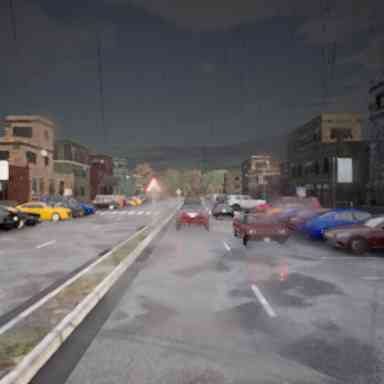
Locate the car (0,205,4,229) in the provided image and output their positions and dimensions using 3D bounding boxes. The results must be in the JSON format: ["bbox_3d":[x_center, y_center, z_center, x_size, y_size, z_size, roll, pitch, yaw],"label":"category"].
[{"bbox_3d":[-12.843,1.559,16.754,5.366,1.575,1.946,0,0,0],"label":"car"}]

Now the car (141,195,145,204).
[{"bbox_3d":[-12.649,1.802,66.777,5.008,1.535,2.097,0,0,0],"label":"car"}]

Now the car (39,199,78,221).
[{"bbox_3d":[-12.644,1.622,27.863,5.008,1.535,2.097,0,0,0],"label":"car"}]

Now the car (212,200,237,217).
[{"bbox_3d":[3.057,1.764,33.613,1.994,1.385,4.181,0,0,0],"label":"car"}]

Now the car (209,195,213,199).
[{"bbox_3d":[7.575,1.637,79.255,5.566,2.045,2.435,0,0,0],"label":"car"}]

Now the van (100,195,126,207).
[{"bbox_3d":[-12.764,1.505,50.100,4.442,1.987,1.878,0,0,0],"label":"van"}]

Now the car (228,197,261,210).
[{"bbox_3d":[7.613,1.635,48.797,4.553,1.767,2.185,0,0,0],"label":"car"}]

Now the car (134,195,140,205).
[{"bbox_3d":[-12.465,1.764,58.438,5.366,1.575,1.946,0,0,0],"label":"car"}]

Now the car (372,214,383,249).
[{"bbox_3d":[7.603,1.264,7.557,5.566,2.045,2.435,0,0,0],"label":"car"}]

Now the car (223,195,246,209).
[{"bbox_3d":[7.614,1.498,46.163,5.566,2.045,2.435,0,0,0],"label":"car"}]

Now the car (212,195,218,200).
[{"bbox_3d":[7.374,1.831,68.224,5.366,1.575,1.946,0,0,0],"label":"car"}]

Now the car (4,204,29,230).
[{"bbox_3d":[-12.679,1.606,19.532,4.792,1.488,2.163,0,0,0],"label":"car"}]

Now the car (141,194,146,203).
[{"bbox_3d":[-12.661,1.816,69.554,4.892,1.521,2.231,0,0,0],"label":"car"}]

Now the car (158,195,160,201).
[{"bbox_3d":[-12.636,1.727,94.564,5.566,2.045,2.435,0,0,0],"label":"car"}]

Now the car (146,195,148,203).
[{"bbox_3d":[-12.625,1.702,72.332,4.553,1.767,2.185,0,0,0],"label":"car"}]

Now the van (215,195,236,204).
[{"bbox_3d":[7.666,1.648,76.497,4.442,1.987,1.878,0,0,0],"label":"van"}]

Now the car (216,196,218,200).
[{"bbox_3d":[7.560,1.863,65.466,4.674,1.452,2.002,0,0,0],"label":"car"}]

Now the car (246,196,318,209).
[{"bbox_3d":[7.580,1.390,26.859,5.566,2.045,2.435,0,0,0],"label":"car"}]

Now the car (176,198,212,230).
[{"bbox_3d":[0.069,1.484,22.355,2.097,1.767,4.553,0,0,1],"label":"car"}]

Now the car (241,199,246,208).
[{"bbox_3d":[7.573,1.706,32.373,4.792,1.488,2.163,0,0,0],"label":"car"}]

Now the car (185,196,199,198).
[{"bbox_3d":[0.047,1.464,40.309,2.150,2.045,5.566,0,0,0],"label":"car"}]

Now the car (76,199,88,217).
[{"bbox_3d":[-12.633,1.638,30.642,4.892,1.521,2.231,0,0,0],"label":"car"}]

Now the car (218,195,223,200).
[{"bbox_3d":[7.604,1.531,54.437,5.566,2.045,2.435,0,0,0],"label":"car"}]

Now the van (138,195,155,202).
[{"bbox_3d":[-12.547,1.731,91.787,4.442,1.987,1.878,0,0,0],"label":"van"}]

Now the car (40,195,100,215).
[{"bbox_3d":[-12.612,1.400,33.423,5.566,2.045,2.435,0,0,0],"label":"car"}]

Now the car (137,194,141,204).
[{"bbox_3d":[-12.684,1.664,63.996,4.553,1.767,2.185,0,0,0],"label":"car"}]

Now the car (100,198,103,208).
[{"bbox_3d":[-12.613,1.695,36.202,4.792,1.488,2.163,0,0,0],"label":"car"}]

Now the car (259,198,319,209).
[{"bbox_3d":[7.580,1.497,24.101,4.553,1.767,2.185,0,0,0],"label":"car"}]

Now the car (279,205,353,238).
[{"bbox_3d":[7.616,1.624,18.584,4.674,1.452,2.002,0,0,0],"label":"car"}]

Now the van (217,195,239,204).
[{"bbox_3d":[7.673,1.620,70.984,4.442,1.987,1.878,0,0,0],"label":"van"}]

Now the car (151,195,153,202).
[{"bbox_3d":[-12.653,1.877,80.670,4.892,1.521,2.231,0,0,0],"label":"car"}]

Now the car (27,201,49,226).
[{"bbox_3d":[-12.649,1.592,22.187,5.008,1.535,2.097,0,0,0],"label":"car"}]

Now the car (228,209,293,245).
[{"bbox_3d":[3.082,1.687,15.907,1.895,1.301,4.718,0,0,0],"label":"car"}]

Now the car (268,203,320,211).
[{"bbox_3d":[7.612,1.645,21.472,4.674,1.452,2.002,0,0,0],"label":"car"}]

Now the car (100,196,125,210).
[{"bbox_3d":[-12.640,1.720,47.319,4.892,1.521,2.231,0,0,0],"label":"car"}]

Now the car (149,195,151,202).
[{"bbox_3d":[-12.655,1.899,77.891,4.674,1.452,2.002,0,0,0],"label":"car"}]

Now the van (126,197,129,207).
[{"bbox_3d":[-12.765,1.518,52.879,4.442,1.987,1.878,0,0,0],"label":"van"}]

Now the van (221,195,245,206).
[{"bbox_3d":[7.683,1.586,62.711,4.442,1.987,1.878,0,0,0],"label":"van"}]

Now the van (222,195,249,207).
[{"bbox_3d":[7.456,1.567,57.195,4.442,1.987,1.878,0,0,0],"label":"van"}]

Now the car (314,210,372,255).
[{"bbox_3d":[7.627,1.588,13.069,4.674,1.452,2.002,0,0,0],"label":"car"}]

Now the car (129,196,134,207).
[{"bbox_3d":[-12.652,1.796,55.658,4.674,1.452,2.002,0,0,0],"label":"car"}]

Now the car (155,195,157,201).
[{"bbox_3d":[-12.633,1.662,86.230,5.566,2.045,2.435,0,0,0],"label":"car"}]

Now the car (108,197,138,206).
[{"bbox_3d":[-12.646,1.778,61.217,5.008,1.535,2.097,0,0,0],"label":"car"}]
